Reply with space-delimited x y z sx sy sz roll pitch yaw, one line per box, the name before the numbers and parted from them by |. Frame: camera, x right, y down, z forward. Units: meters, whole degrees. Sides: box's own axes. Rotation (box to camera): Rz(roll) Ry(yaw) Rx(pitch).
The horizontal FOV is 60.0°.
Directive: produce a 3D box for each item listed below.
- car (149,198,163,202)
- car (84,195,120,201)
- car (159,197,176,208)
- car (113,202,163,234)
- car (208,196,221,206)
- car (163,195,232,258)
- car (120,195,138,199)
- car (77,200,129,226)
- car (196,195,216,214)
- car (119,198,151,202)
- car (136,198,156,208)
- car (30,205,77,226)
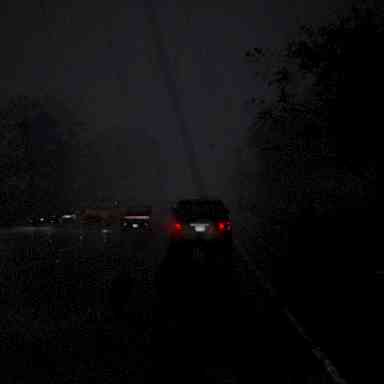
car | -4.982 1.740 43.844 1.994 1.385 4.181 0 0 6
car | -9.362 1.353 33.531 2.150 2.045 5.566 0 0 4
car | -3.935 1.695 54.168 1.882 1.535 5.008 0 0 6
car | -2.912 1.572 20.002 2.128 1.511 4.902 0 0 2
car | 4.205 1.605 62.393 2.097 1.767 4.553 0 0 8
car | 0.333 1.275 13.174 2.150 2.045 5.566 0 0 2
car | -8.489 1.395 43.857 2.150 2.045 5.566 0 0 6
car | -6.402 1.574 24.499 1.882 1.535 5.008 0 0 3
car | 1.787 1.382 39.325 2.150 2.045 5.566 0 0 5
car | -5.829 1.660 33.799 1.812 1.442 4.674 0 0 4
car | -7.455 1.708 54.176 2.128 1.511 4.902 0 0 6
car | -9.921 1.658 24.190 1.994 1.385 4.181 0 0 3
